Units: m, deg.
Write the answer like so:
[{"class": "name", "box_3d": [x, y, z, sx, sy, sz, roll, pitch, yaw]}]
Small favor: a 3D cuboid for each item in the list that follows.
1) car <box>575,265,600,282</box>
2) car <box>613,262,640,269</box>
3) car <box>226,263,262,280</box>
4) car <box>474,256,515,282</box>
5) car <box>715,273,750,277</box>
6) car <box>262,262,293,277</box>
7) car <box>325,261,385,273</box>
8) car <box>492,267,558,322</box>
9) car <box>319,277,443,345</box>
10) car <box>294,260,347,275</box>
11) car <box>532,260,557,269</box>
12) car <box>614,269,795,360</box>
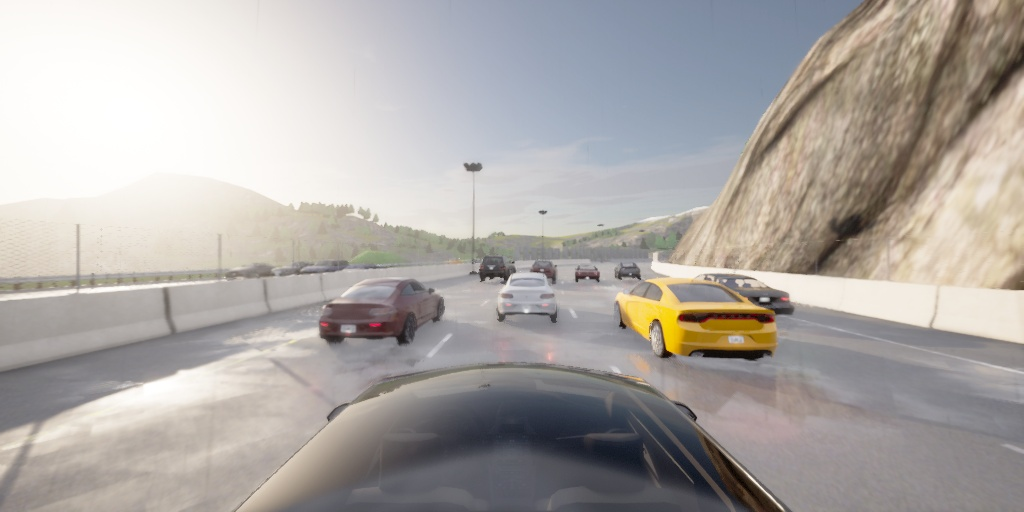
[{"class": "car", "box_3d": [6.127, 1.389, 29.460, 1.895, 1.301, 4.718, 0, 0, 10]}, {"class": "car", "box_3d": [10.081, 1.291, 31.560, 2.128, 1.511, 4.902, 0, 0, 11]}, {"class": "car", "box_3d": [-22.157, 1.282, 30.976, 1.994, 1.385, 4.181, 0, 0, 9]}, {"class": "car", "box_3d": [-1.085, 0.991, 28.809, 2.150, 2.045, 5.566, 0, 0, 9]}, {"class": "car", "box_3d": [7.578, 1.326, 12.996, 2.033, 1.411, 5.357, 0, 0, 4]}, {"class": "car", "box_3d": [-18.562, 1.219, 31.293, 2.128, 1.511, 4.902, 0, 0, 9]}, {"class": "car", "box_3d": [-11.972, 1.289, 28.434, 2.033, 1.411, 5.357, 0, 0, 9]}, {"class": "car", "box_3d": [0.559, 1.286, 12.340, 1.812, 1.442, 4.674, 0, 0, 4]}, {"class": "car", "box_3d": [-3.133, 1.274, 9.377, 1.812, 1.442, 4.674, 0, 0, 2]}, {"class": "car", "box_3d": [-15.268, 1.086, 29.747, 2.097, 1.767, 4.553, 0, 0, 9]}, {"class": "car", "box_3d": [2.683, 1.132, 29.922, 2.097, 1.767, 4.553, 0, 0, 10]}, {"class": "car", "box_3d": [3.835, 1.243, 8.459, 1.882, 1.535, 5.008, 0, 0, 2]}]
